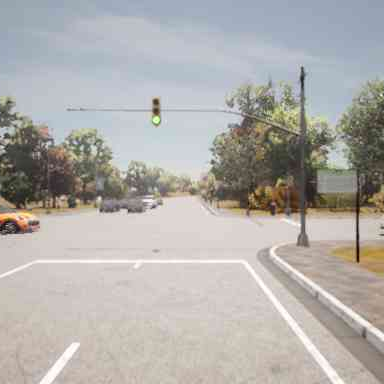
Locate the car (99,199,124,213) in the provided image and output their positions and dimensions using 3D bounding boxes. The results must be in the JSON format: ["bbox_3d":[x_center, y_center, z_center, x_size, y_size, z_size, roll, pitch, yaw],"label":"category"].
[{"bbox_3d":[-10.570,1.849,42.976,1.837,1.490,4.892,0,0,0],"label":"car"}]

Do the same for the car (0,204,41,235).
[{"bbox_3d":[-11.405,1.507,19.585,4.553,1.767,2.097,0,0,3],"label":"car"}]

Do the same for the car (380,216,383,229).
[{"bbox_3d":[12.868,1.673,18.192,4.674,1.442,1.812,0,0,3],"label":"car"}]

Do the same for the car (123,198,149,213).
[{"bbox_3d":[-7.070,1.847,42.710,1.837,1.490,4.892,0,0,0],"label":"car"}]

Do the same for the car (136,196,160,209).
[{"bbox_3d":[-7.041,1.656,54.000,2.150,2.045,5.566,0,-1,1],"label":"car"}]

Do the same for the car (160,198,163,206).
[{"bbox_3d":[-6.956,2.050,68.537,2.128,1.511,4.902,0,0,0],"label":"car"}]

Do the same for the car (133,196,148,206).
[{"bbox_3d":[-10.456,1.763,67.651,2.150,2.045,5.566,0,0,0],"label":"car"}]
